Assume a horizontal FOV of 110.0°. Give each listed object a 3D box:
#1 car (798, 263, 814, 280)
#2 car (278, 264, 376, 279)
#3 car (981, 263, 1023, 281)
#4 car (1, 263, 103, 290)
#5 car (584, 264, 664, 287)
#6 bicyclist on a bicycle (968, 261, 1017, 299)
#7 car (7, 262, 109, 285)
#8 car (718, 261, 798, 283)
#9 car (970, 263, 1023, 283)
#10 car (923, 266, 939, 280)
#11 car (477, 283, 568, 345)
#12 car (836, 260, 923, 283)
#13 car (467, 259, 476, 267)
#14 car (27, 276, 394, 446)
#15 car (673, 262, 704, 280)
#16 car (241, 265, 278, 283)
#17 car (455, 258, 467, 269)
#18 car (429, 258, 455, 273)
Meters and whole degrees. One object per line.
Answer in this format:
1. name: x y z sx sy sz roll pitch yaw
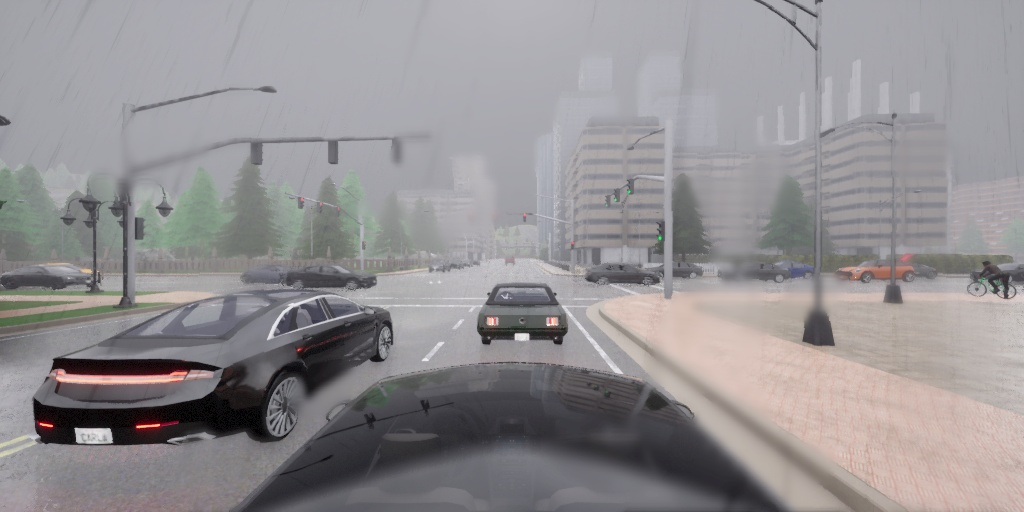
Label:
1. car: 23.300 1.228 30.773 5.008 1.535 1.882 0 0 2
2. car: -10.593 1.228 21.175 5.008 1.535 1.882 0 0 2
3. car: 43.467 1.297 30.081 5.357 1.411 2.033 0 0 2
4. car: -27.956 1.276 21.766 4.674 1.442 1.812 0 0 2
5. car: 7.360 1.255 24.090 4.892 1.490 1.837 0 0 2
6. bicyclist on a bicycle: 21.176 1.051 15.851 0.582 1.620 1.656 0 0 2
7. car: -32.057 1.228 25.400 5.008 1.535 1.882 0 0 2
8. car: 18.474 1.255 27.430 4.892 1.490 1.837 0 0 2
9. car: 37.522 1.228 26.792 5.008 1.535 1.882 0 0 2
10. car: 33.255 1.314 30.445 4.181 1.385 1.994 0 0 1
11. car: 0.260 1.351 9.480 1.895 1.301 4.718 0 0 1
12. car: 27.407 1.102 27.135 4.553 1.767 2.097 0 0 2
13. car: -8.175 1.255 64.176 1.837 1.490 4.892 0 0 2
14. car: -3.331 1.242 5.327 2.128 1.511 4.902 0 0 1
15. car: 13.952 1.255 31.079 4.892 1.490 1.837 0 0 2
16. car: -16.204 1.314 24.861 4.181 1.385 1.994 0 0 2
17. car: -8.546 1.102 54.039 2.097 1.767 4.553 0 0 2
18. car: -8.879 1.241 44.311 2.128 1.511 4.902 0 0 2
